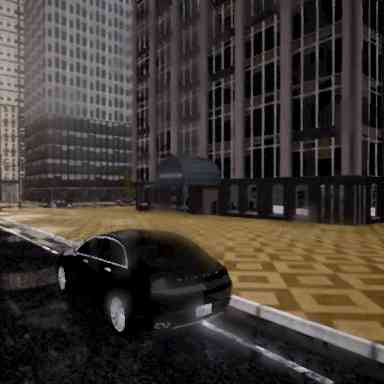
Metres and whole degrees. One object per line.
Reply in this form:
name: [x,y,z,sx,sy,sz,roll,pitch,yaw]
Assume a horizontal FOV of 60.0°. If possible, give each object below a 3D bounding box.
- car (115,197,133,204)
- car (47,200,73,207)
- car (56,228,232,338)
car: [-15.727,1.931,76.942,4.097,1.590,1.967,0,0,-39]
car: [-23.672,2.076,59.735,4.403,1.369,2.008,0,0,-39]
car: [-1.314,1.518,6.835,1.837,1.490,4.892,-1,0,-38]
